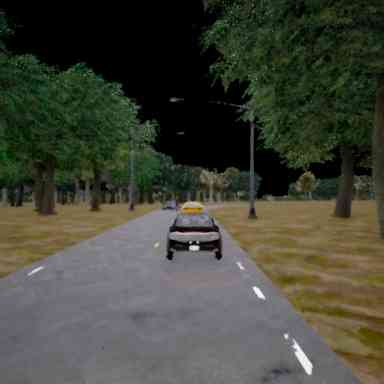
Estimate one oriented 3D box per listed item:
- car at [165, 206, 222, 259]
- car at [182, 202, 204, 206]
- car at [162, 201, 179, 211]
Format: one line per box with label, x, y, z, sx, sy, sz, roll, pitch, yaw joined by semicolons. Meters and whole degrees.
car;0.077;1.519;12.704;2.128;1.511;4.902;0;0;0
car;0.063;1.623;30.114;1.882;1.535;5.008;0;0;0
car;-2.873;1.870;44.951;1.994;1.385;4.181;0;-1;4
